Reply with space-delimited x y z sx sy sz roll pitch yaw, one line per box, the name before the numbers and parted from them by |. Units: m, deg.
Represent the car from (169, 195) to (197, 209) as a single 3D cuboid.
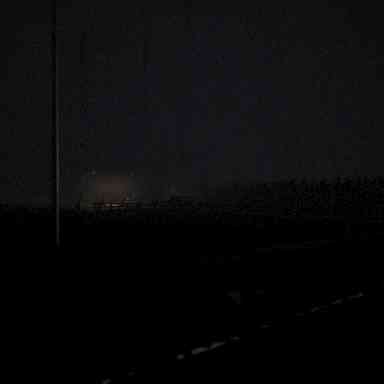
car | -1.480 1.496 51.863 2.150 2.045 5.566 -1 0 -35
